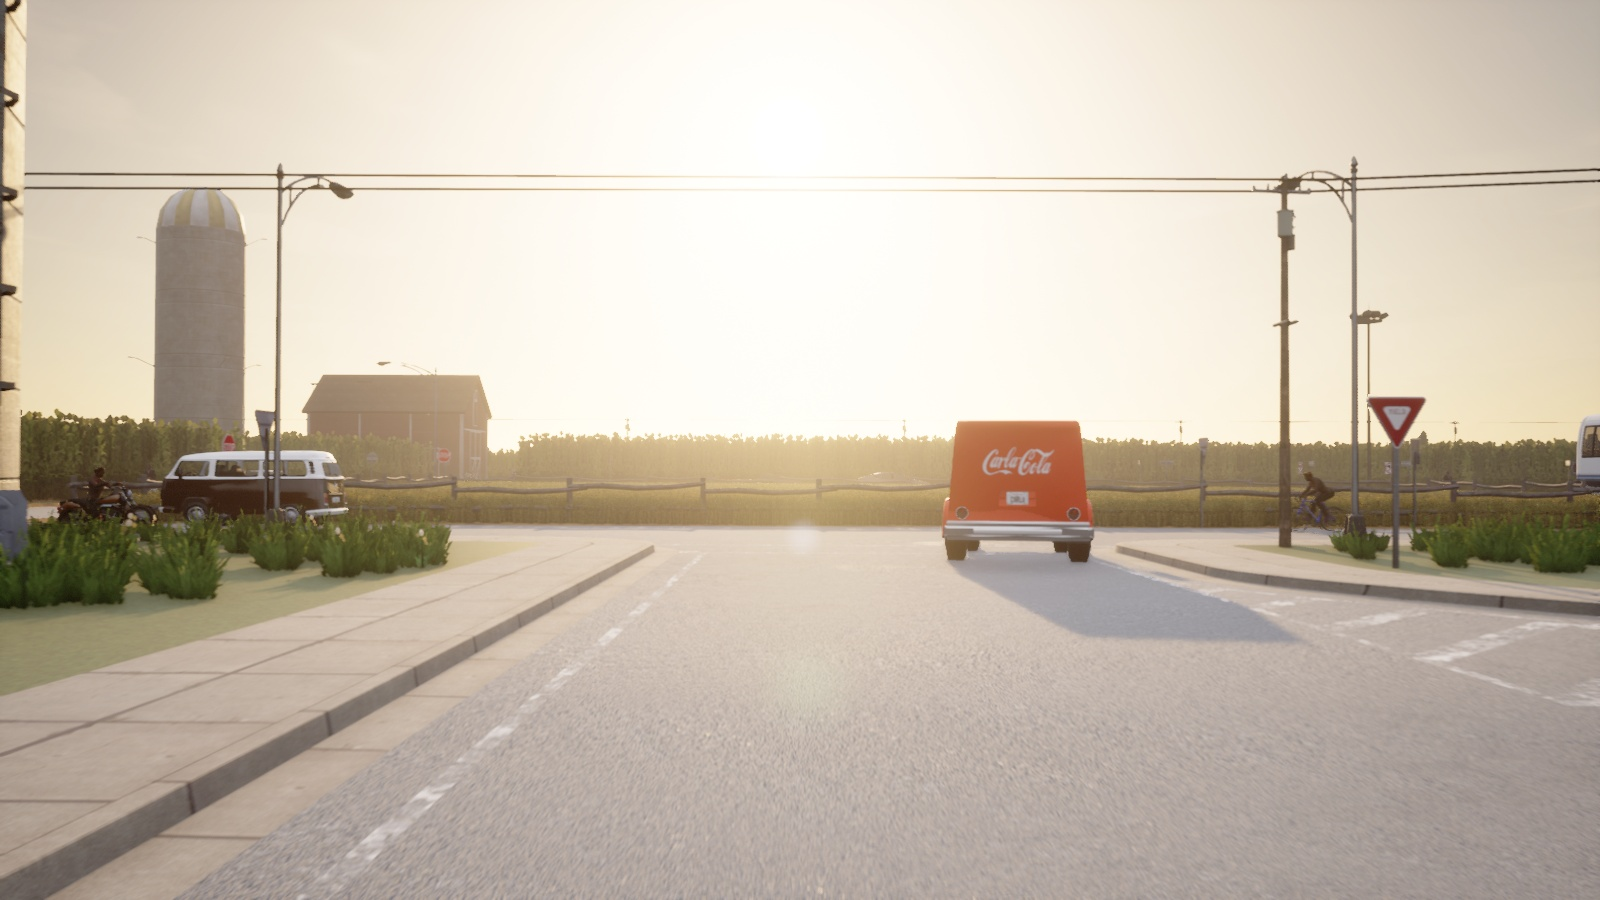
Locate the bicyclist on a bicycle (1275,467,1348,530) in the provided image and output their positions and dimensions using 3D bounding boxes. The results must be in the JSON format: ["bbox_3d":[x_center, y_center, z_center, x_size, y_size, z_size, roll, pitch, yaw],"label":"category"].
[{"bbox_3d":[13.438,1.266,32.989,1.656,1.620,0.582,0,-1,1],"label":"bicyclist on a bicycle"}]

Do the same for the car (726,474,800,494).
[{"bbox_3d":[-2.387,2.212,82.286,4.718,1.301,1.895,0,-1,1],"label":"car"}]

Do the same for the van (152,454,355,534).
[{"bbox_3d":[-14.425,1.154,33.330,4.480,2.038,2.069,0,-1,1],"label":"van"}]

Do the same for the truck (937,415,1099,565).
[{"bbox_3d":[4.040,0.705,23.448,2.627,2.467,5.204,0,-1,10],"label":"truck"}]

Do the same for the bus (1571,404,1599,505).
[{"bbox_3d":[36.067,0.133,50.105,3.944,4.253,10.273,0,-1,-3],"label":"bus"}]

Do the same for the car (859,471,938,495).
[{"bbox_3d":[6.156,2.074,79.027,4.792,1.488,2.163,0,-1,1],"label":"car"}]

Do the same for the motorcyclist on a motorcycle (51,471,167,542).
[{"bbox_3d":[-16.420,1.331,29.885,2.350,1.649,0.766,0,-1,2],"label":"motorcyclist on a motorcycle"}]
